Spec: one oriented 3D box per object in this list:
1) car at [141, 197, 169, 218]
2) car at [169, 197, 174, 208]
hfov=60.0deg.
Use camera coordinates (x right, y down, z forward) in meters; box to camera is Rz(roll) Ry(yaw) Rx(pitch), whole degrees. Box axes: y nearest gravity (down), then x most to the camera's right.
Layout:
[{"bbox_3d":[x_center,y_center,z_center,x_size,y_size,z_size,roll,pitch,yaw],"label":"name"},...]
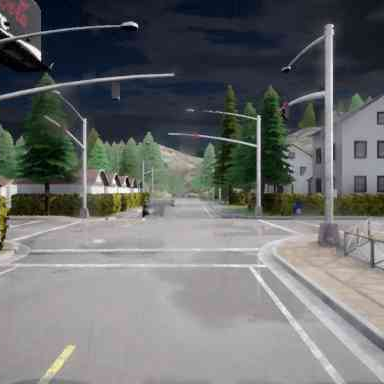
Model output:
[{"bbox_3d":[-3.482,1.491,30.282,2.128,1.511,4.902,0,0,-2],"label":"car"},{"bbox_3d":[-3.579,1.526,48.723,1.812,1.442,4.674,0,0,0],"label":"car"}]
